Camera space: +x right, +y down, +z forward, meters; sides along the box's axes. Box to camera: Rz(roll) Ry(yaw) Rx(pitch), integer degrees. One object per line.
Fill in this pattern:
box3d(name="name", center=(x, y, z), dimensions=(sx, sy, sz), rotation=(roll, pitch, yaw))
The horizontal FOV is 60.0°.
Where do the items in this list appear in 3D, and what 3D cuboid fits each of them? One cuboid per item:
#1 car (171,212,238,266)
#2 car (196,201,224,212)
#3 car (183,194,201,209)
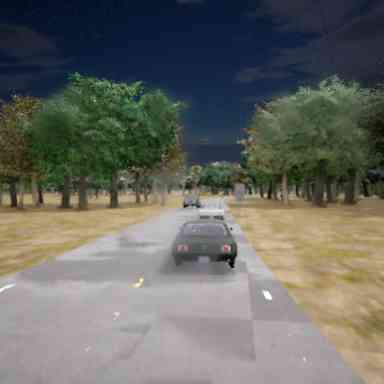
box3d(name="car", center=(0.472, 1.598, 11.493), dimensions=(1.895, 1.301, 4.718), rotation=(0, 0, 3))
box3d(name="car", center=(1.616, 1.598, 27.050), dimensions=(1.895, 1.301, 4.718), rotation=(0, 0, 5))
box3d(name="car", center=(0.014, 1.241, 46.045), dimensions=(2.150, 2.045, 5.566), rotation=(0, 0, 5))
